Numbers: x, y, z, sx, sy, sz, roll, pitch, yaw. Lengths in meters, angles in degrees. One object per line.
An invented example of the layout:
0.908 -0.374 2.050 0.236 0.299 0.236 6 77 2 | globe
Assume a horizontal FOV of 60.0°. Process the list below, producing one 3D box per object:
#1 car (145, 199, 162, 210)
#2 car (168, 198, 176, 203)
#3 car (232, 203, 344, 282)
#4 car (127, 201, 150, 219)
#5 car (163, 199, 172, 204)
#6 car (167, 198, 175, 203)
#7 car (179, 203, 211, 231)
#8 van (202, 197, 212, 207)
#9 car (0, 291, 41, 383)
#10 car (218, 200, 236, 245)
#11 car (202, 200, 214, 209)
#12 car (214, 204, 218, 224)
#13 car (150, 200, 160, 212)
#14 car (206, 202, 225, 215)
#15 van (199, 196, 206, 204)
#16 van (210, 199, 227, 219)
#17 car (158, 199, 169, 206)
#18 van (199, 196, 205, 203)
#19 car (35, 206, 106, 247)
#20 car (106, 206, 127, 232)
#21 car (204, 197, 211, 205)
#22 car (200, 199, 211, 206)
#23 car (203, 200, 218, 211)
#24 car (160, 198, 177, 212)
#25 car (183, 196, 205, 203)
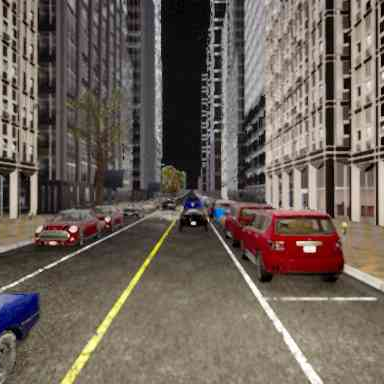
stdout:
-5.718 1.871 49.851 1.967 1.590 4.097 0 0 0 | car
-5.740 2.339 95.435 1.802 1.307 4.206 0 0 0 | car
2.682 1.408 9.964 2.192 1.841 5.009 0 -1 0 | car
-5.710 1.842 32.754 2.008 1.369 4.403 0 0 0 | car
-5.731 2.221 78.339 1.802 1.307 4.206 0 0 0 | car
-5.737 2.263 89.736 1.887 1.381 4.507 0 0 0 | car
0.087 1.727 22.306 1.812 1.442 4.674 0 0 0 | car
2.657 1.858 61.249 1.690 1.788 3.998 0 0 0 | van
-3.103 1.626 2.553 1.895 1.301 4.718 0 -1 0 | car
2.679 1.459 15.662 2.192 1.841 5.009 0 -1 0 | car
2.661 2.057 55.549 1.802 1.307 4.206 0 0 0 | car
2.676 1.720 21.529 1.752 1.417 4.829 0 0 0 | car
-5.715 1.910 43.980 1.752 1.417 4.829 0 0 0 | car
2.668 1.867 38.623 1.752 1.417 4.829 0 0 0 | car
2.646 2.020 84.042 1.690 1.788 3.998 0 0 0 | van
2.673 1.584 27.058 1.690 1.788 3.998 0 0 0 | van
-5.726 2.124 66.943 1.947 1.339 4.313 0 0 0 | car
2.643 2.060 89.741 1.690 1.788 3.998 0 0 0 | van
-5.701 1.584 15.659 1.967 1.590 4.097 0 -1 0 | car
-5.704 1.633 21.358 1.967 1.590 4.097 0 -1 0 | car
2.670 1.607 32.757 2.192 1.841 5.009 0 0 0 | car
2.655 2.103 66.946 1.887 1.381 4.507 0 0 0 | car
2.663 1.982 49.852 2.008 1.369 4.403 0 0 0 | car
-3.112 1.899 45.096 1.837 1.490 4.892 0 -1 0 | car
0.079 1.577 40.104 2.150 2.045 5.566 0 0 0 | car
